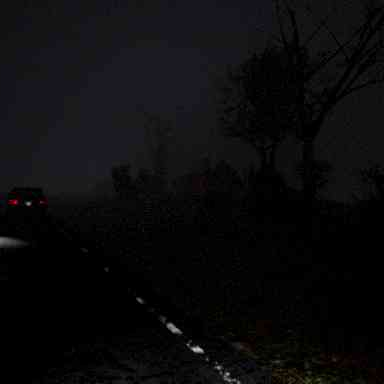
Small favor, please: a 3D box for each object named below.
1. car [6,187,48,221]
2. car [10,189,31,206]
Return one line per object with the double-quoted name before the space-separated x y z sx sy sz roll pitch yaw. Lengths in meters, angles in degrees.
"car" -10.674 0.677 21.513 2.150 2.045 5.566 1 1 -28
"car" -18.644 0.558 35.987 1.882 1.535 5.008 1 1 -29
